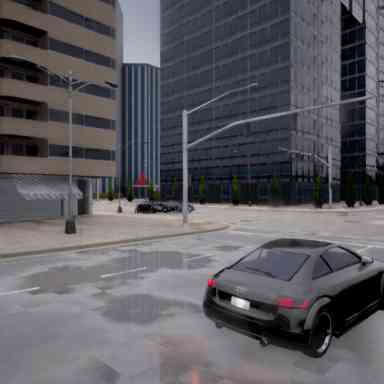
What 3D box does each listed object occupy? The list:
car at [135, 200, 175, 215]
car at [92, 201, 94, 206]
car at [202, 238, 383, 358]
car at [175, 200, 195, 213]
[{"bbox_3d":[-4.170,1.618,35.197,4.181,1.385,1.994,0,0,44],"label":"car"},{"bbox_3d":[-17.396,1.618,53.114,4.181,1.385,1.994,0,0,45],"label":"car"},{"bbox_3d":[2.163,1.564,6.140,4.181,1.385,1.994,0,0,-43],"label":"car"},{"bbox_3d":[-1.601,1.618,37.580,4.181,1.385,1.994,0,0,44],"label":"car"}]
